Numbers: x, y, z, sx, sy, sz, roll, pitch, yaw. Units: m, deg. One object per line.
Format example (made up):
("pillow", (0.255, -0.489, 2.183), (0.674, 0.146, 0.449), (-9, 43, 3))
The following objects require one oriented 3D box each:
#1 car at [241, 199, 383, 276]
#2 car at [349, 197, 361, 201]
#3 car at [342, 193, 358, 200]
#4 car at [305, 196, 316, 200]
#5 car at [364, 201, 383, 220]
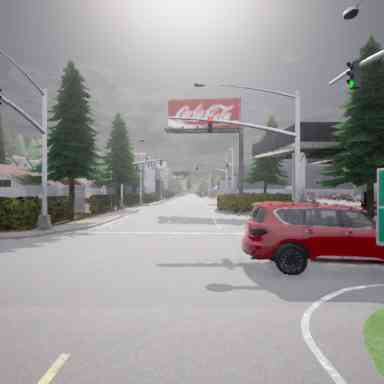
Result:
("car", (4.357, 1.385, 10.399), (5.566, 2.045, 2.150), (1, 0, 1))
("car", (14.376, 1.505, 24.940), (3.866, 1.878, 1.905), (0, 0, 0))
("car", (34.931, 1.489, 71.791), (2.007, 1.523, 4.514), (0, 0, 0))
("car", (22.524, 1.552, 64.004), (1.970, 1.475, 3.806), (0, 0, 0))
("car", (18.705, 1.672, 30.609), (4.611, 1.667, 2.242), (0, 0, 0))
